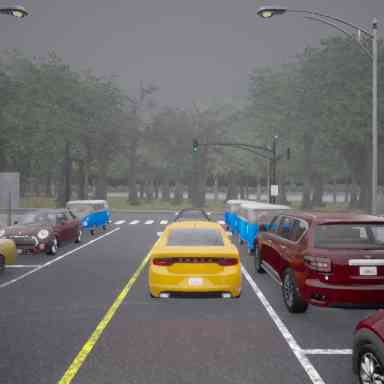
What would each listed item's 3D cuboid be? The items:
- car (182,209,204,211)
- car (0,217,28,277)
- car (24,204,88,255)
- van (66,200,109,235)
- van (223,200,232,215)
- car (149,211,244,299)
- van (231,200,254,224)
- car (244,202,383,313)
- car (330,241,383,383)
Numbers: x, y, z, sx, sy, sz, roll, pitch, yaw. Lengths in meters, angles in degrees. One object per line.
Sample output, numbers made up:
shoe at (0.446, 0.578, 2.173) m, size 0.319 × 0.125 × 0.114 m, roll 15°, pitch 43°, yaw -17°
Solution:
car at (0.030, 1.565, 17.465) m, size 1.994 × 1.385 × 4.181 m, roll 0°, pitch 0°, yaw 0°
car at (-5.776, 1.526, 7.398) m, size 1.752 × 1.417 × 4.829 m, roll 0°, pitch 0°, yaw 0°
car at (-5.786, 1.441, 13.006) m, size 1.967 × 1.590 × 4.097 m, roll 0°, pitch 0°, yaw 0°
van at (-5.795, 1.343, 18.443) m, size 1.690 × 1.788 × 3.998 m, roll 0°, pitch 0°, yaw 0°
van at (2.730, 1.343, 18.458) m, size 1.690 × 1.788 × 3.998 m, roll 0°, pitch 0°, yaw 0°
car at (0.072, 1.478, 8.535) m, size 1.882 × 1.535 × 5.008 m, roll 0°, pitch 0°, yaw 0°
van at (2.739, 1.342, 13.020) m, size 1.690 × 1.788 × 3.998 m, roll 0°, pitch 0°, yaw 0°
car at (2.749, 1.315, 7.583) m, size 2.192 × 1.841 × 5.009 m, roll 0°, pitch 0°, yaw 0°
car at (2.758, 1.440, 2.145) m, size 1.967 × 1.590 × 4.097 m, roll 0°, pitch 0°, yaw 0°
